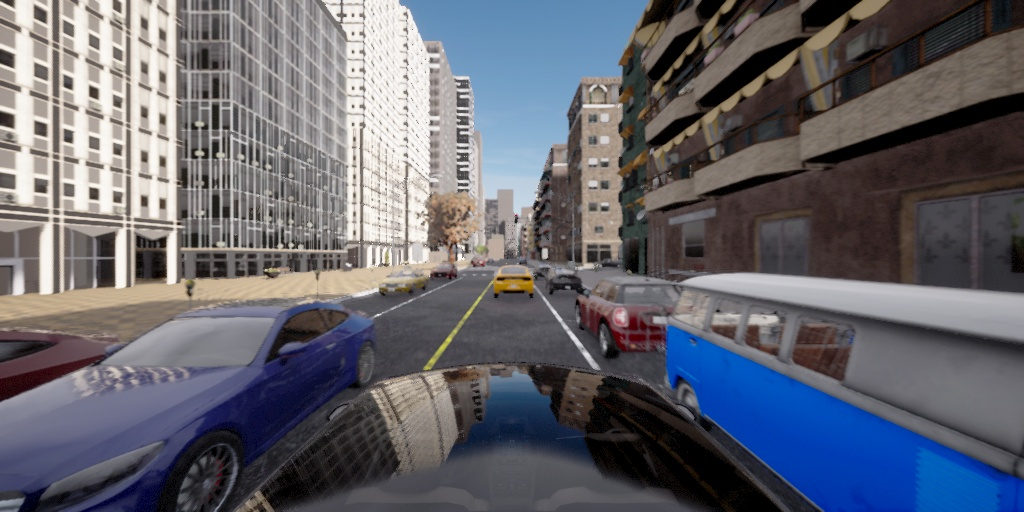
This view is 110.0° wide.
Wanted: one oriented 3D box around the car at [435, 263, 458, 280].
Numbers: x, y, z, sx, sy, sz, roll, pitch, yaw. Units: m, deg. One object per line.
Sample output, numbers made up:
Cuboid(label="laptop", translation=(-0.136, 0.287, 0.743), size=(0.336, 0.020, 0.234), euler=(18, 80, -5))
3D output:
Cuboid(label="car", translation=(-5.699, 1.265, 30.568), size=(1.888, 1.381, 4.507), euler=(0, 0, 0))

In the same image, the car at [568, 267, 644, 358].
Cuboid(label="car", translation=(2.689, 1.178, 8.441), size=(1.967, 1.591, 4.097), euler=(0, 0, 0))

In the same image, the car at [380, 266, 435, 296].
Cuboid(label="car", translation=(-5.695, 1.256, 19.333), size=(1.751, 1.417, 4.829), euler=(0, 0, 0))

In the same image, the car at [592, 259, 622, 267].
Cuboid(label="car", translation=(13.420, 1.031, 49.991), size=(4.403, 1.370, 2.007), euler=(0, 0, -1))

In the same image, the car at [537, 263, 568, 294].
Cuboid(label="car", translation=(2.685, 1.274, 19.505), size=(2.007, 1.370, 4.403), euler=(0, 0, 0))

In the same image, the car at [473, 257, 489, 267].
Cuboid(label="car", translation=(-5.711, 1.019, 62.956), size=(2.192, 1.841, 5.009), euler=(0, 0, 0))

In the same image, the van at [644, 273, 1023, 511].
Cuboid(label="van", translation=(2.691, 1.087, 2.908), size=(1.690, 1.789, 3.998), euler=(0, 0, 0))

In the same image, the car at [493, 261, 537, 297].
Cuboid(label="car", translation=(0.083, 1.205, 18.596), size=(1.882, 1.535, 5.008), euler=(0, 0, 0))

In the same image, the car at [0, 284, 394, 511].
Cuboid(label="car", translation=(-3.095, 1.275, 4.157), size=(1.812, 1.442, 4.674), euler=(0, 0, 0))
